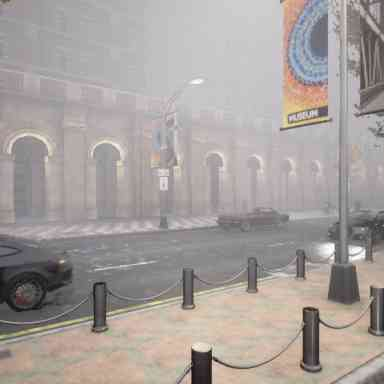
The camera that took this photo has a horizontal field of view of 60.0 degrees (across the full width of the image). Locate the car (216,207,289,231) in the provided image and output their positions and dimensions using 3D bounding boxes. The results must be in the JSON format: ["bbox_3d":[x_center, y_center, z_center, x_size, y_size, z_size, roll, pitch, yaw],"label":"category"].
[{"bbox_3d":[3.782,1.595,20.477,4.718,1.301,1.895,0,0,-36],"label":"car"}]

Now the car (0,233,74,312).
[{"bbox_3d":[-4.651,1.526,6.181,4.674,1.442,1.812,0,0,-36],"label":"car"}]

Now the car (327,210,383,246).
[{"bbox_3d":[8.116,1.564,15.384,4.181,1.385,1.994,0,0,-36],"label":"car"}]
